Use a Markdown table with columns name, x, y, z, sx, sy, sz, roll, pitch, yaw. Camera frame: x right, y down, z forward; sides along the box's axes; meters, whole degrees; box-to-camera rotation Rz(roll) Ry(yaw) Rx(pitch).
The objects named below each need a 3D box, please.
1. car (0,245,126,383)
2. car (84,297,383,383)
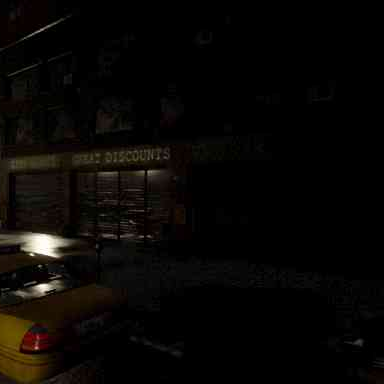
| name | x | y | z | sx | sy | sz | roll | pitch | yaw |
| --- | --- | --- | --- | --- | --- | --- | --- | --- | --- |
| car | -3.056 | 1.524 | 5.267 | 4.829 | 1.417 | 1.752 | 0 | 1 | 36 |
| car | 1.628 | 1.551 | 1.922 | 4.403 | 1.369 | 2.008 | 0 | 1 | 36 |
